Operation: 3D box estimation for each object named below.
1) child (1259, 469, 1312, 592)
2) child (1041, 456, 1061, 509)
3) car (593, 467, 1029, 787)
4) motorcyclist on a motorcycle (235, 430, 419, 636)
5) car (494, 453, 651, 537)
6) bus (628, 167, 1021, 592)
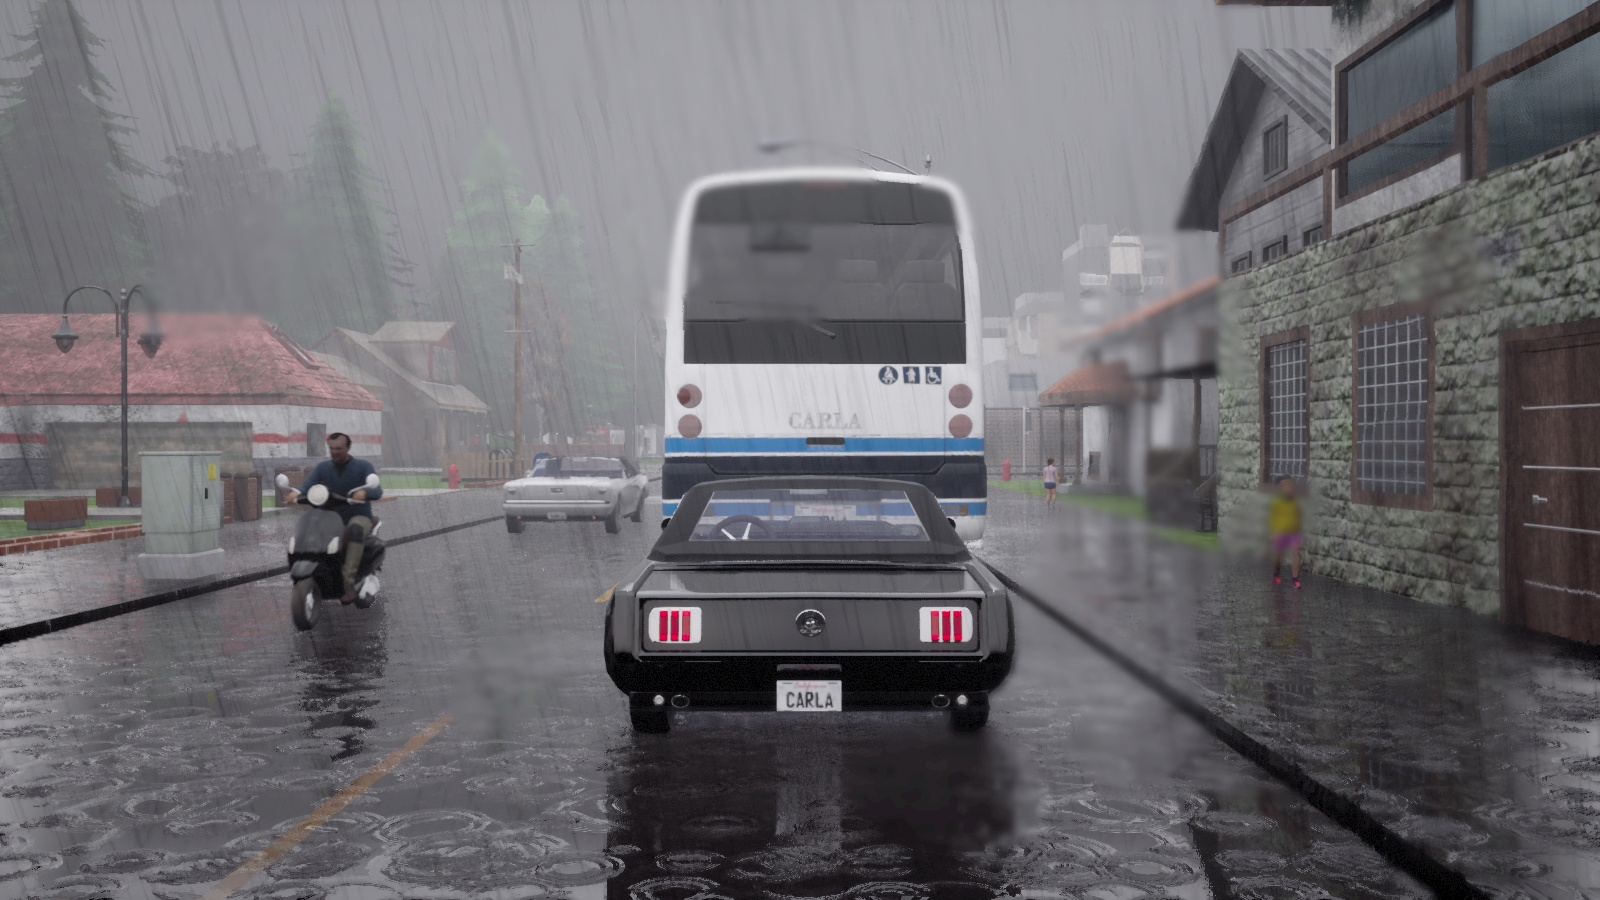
[{"bbox_3d":[4.704,0.771,12.175,0.299,1.160,0.473,0,0,-4],"label":"child"},{"bbox_3d":[5.338,0.690,26.664,0.255,1.110,0.394,0,0,42],"label":"child"},{"bbox_3d":[0.053,0.803,7.818,1.895,1.301,4.718,0,0,0],"label":"car"},{"bbox_3d":[-3.934,0.637,10.627,0.866,1.590,1.817,0,0,0],"label":"motorcyclist on a motorcycle"},{"bbox_3d":[-3.880,0.718,22.231,1.895,1.301,4.718,0,0,0],"label":"car"},{"bbox_3d":[0.139,-0.730,17.748,3.944,4.253,10.273,0,0,-1],"label":"bus"}]
